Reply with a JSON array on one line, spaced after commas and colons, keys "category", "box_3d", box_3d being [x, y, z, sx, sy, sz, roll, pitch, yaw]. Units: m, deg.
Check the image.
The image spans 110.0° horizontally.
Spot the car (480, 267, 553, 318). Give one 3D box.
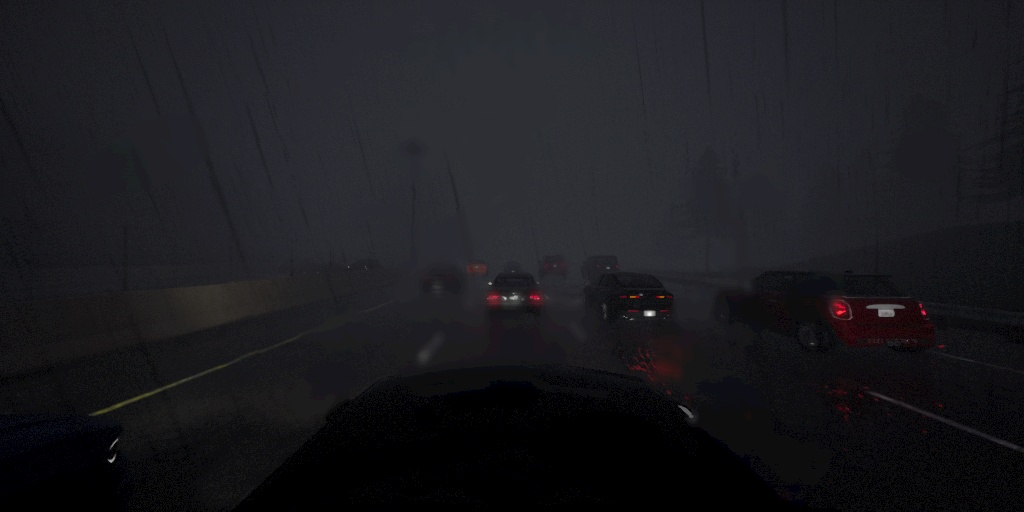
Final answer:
[{"category": "car", "box_3d": [0.096, 1.297, 13.019, 2.033, 1.411, 5.357, 0, 0, 0]}]

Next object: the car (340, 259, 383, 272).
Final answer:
[{"category": "car", "box_3d": [-14.101, 1.101, 34.393, 2.097, 1.767, 4.553, 0, 0, 0]}]

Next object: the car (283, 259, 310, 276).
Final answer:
[{"category": "car", "box_3d": [-21.099, 1.312, 37.138, 1.994, 1.385, 4.181, 0, 0, 0]}]

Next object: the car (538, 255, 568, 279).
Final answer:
[{"category": "car", "box_3d": [3.593, 0.970, 31.955, 2.150, 2.045, 5.566, 0, 0, 0]}]

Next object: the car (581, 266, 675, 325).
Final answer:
[{"category": "car", "box_3d": [3.598, 1.255, 11.800, 1.837, 1.490, 4.892, 0, 0, 0]}]

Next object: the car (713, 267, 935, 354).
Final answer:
[{"category": "car", "box_3d": [7.098, 1.102, 8.934, 2.097, 1.767, 4.553, 0, 0, 0]}]

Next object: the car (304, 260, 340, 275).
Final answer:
[{"category": "car", "box_3d": [-17.600, 1.313, 34.564, 1.994, 1.385, 4.181, 0, 0, 0]}]

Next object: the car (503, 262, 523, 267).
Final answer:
[{"category": "car", "box_3d": [0.087, 1.274, 35.974, 1.812, 1.442, 4.674, 0, 0, 0]}]

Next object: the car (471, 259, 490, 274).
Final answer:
[{"category": "car", "box_3d": [-3.408, 1.101, 37.075, 2.097, 1.767, 4.553, 0, 0, 0]}]

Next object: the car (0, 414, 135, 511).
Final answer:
[{"category": "car", "box_3d": [-3.400, 1.228, 0.225, 1.882, 1.535, 5.008, 0, 0, 0]}]

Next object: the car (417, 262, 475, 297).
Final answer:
[{"category": "car", "box_3d": [-3.405, 1.241, 18.808, 2.128, 1.511, 4.902, 0, 0, 0]}]

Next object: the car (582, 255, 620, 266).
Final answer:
[{"category": "car", "box_3d": [7.092, 0.971, 29.133, 2.150, 2.045, 5.566, 0, 0, 0]}]

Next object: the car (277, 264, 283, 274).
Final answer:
[{"category": "car", "box_3d": [-24.593, 1.100, 40.939, 2.097, 1.767, 4.553, 0, 0, 0]}]
